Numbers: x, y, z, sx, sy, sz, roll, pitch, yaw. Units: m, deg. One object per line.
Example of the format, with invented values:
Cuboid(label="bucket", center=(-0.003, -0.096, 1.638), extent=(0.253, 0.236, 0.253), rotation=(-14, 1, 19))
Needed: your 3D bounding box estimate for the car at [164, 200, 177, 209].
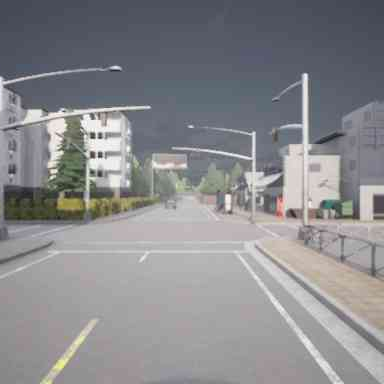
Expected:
Cuboid(label="car", center=(-3.491, 2.075, 54.986), extent=(1.812, 1.442, 4.674), rotation=(0, 1, 0))
